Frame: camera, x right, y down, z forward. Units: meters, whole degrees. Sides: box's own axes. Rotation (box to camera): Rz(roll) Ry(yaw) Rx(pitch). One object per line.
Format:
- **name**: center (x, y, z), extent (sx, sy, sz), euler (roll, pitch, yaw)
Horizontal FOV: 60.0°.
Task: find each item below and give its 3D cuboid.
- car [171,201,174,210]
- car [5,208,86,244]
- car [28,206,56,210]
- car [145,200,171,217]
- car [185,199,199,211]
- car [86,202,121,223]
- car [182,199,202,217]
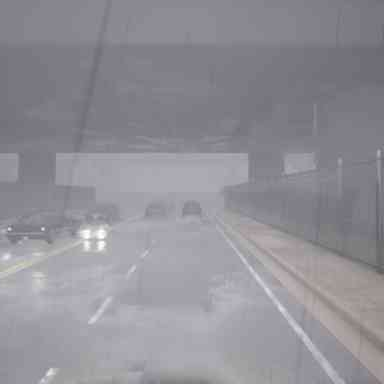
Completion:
- **car**: center (-3.479, 1.806, 45.364), extent (1.895, 1.301, 4.718), euler (0, 0, 0)
- **car**: center (-7.077, 1.674, 16.371), extent (1.895, 1.301, 4.718), euler (0, 0, 0)
- **car**: center (-10.576, 1.670, 23.636), extent (1.994, 1.385, 4.181), euler (0, 0, 0)
- **car**: center (-3.496, 1.714, 33.308), extent (1.994, 1.385, 4.181), euler (0, 0, 0)
- **car**: center (0.028, 1.714, 46.068), extent (1.837, 1.490, 4.892), euler (0, 0, 1)
- **car**: center (-7.069, 1.612, 26.821), extent (2.128, 1.511, 4.902), euler (0, 0, 0)
- **car**: center (0.004, 1.626, 32.989), extent (1.882, 1.535, 5.008), euler (0, 0, 0)
